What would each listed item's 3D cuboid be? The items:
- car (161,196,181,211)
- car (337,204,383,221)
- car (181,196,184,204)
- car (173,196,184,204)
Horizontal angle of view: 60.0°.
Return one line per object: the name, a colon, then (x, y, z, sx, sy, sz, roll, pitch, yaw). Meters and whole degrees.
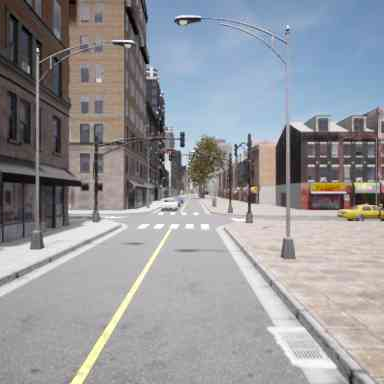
car: (-2.693, 1.516, 40.632, 1.812, 1.442, 4.674, 0, 0, 0)
car: (13.990, 1.602, 26.082, 4.829, 1.417, 1.752, 0, -1, 0)
car: (-2.655, 1.530, 50.411, 2.033, 1.411, 5.357, 0, 0, 0)
car: (-2.559, 1.502, 63.409, 1.812, 1.442, 4.674, 0, 0, 0)
